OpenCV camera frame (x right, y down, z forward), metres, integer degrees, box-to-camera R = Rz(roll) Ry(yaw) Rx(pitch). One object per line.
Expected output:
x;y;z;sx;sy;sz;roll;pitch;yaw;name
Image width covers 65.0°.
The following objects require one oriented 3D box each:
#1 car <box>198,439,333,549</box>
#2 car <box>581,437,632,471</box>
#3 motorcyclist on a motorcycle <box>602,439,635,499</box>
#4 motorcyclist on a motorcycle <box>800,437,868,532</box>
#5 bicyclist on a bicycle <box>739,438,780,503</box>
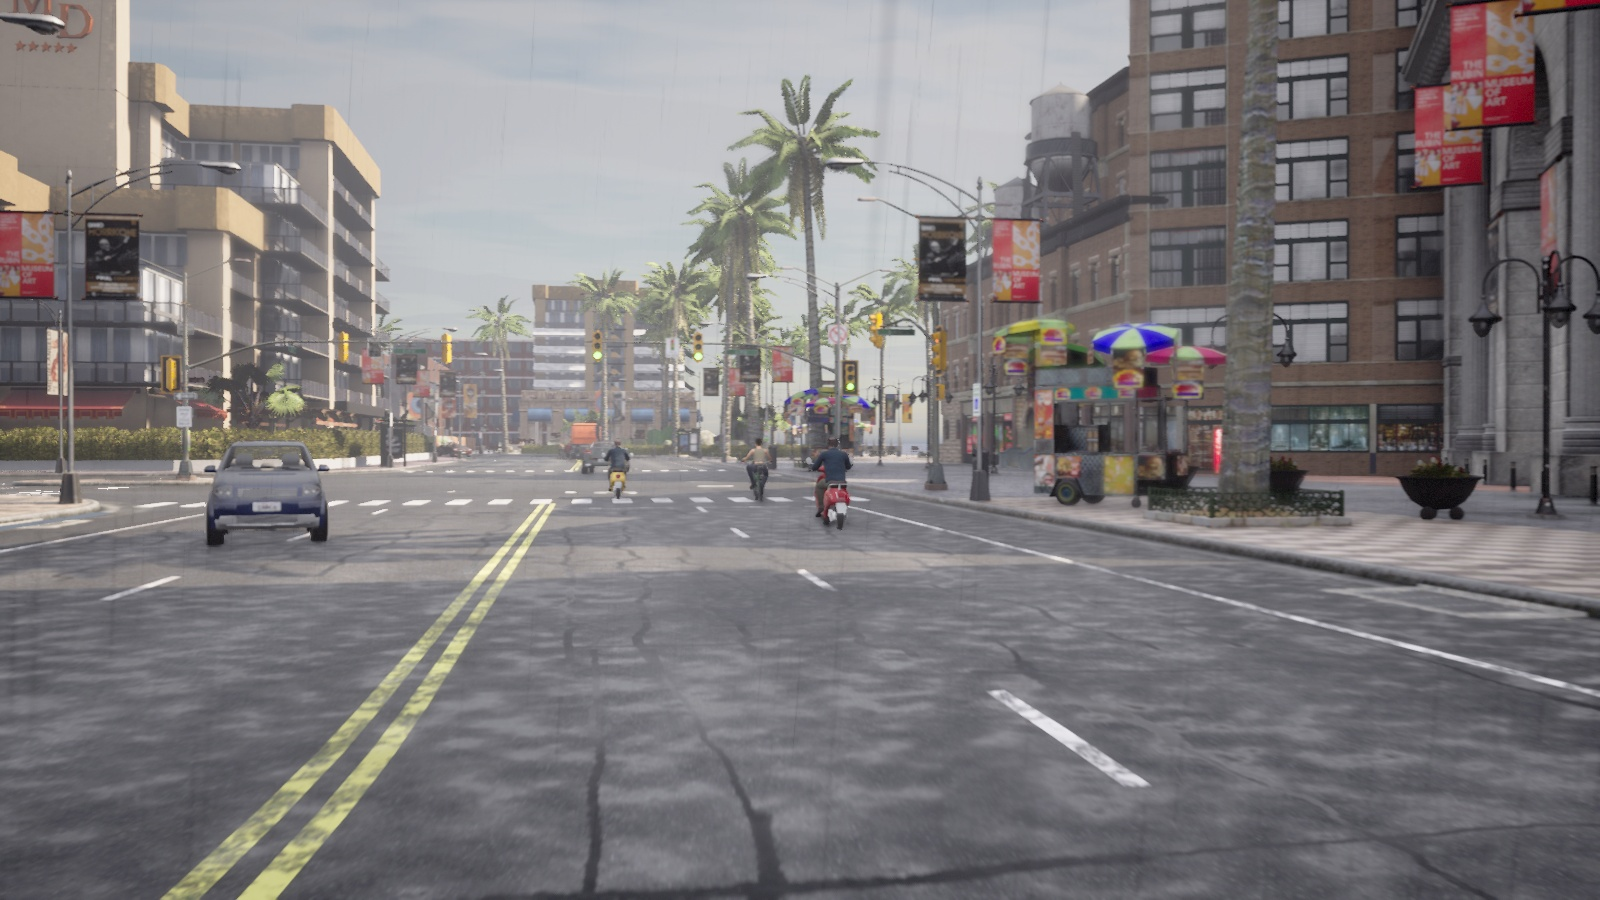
-8.373;0.612;19.734;1.789;1.549;3.705;0;0;-23;car
-9.652;0.169;62.906;2.152;1.651;5.027;0;0;-4;car
-4.943;0.506;34.169;0.866;1.590;1.817;0;0;-9;motorcyclist on a motorcycle
0.576;0.576;22.051;0.866;1.590;1.817;0;0;-9;motorcyclist on a motorcycle
-1.052;0.502;32.020;0.866;1.612;1.509;0;0;-9;bicyclist on a bicycle
